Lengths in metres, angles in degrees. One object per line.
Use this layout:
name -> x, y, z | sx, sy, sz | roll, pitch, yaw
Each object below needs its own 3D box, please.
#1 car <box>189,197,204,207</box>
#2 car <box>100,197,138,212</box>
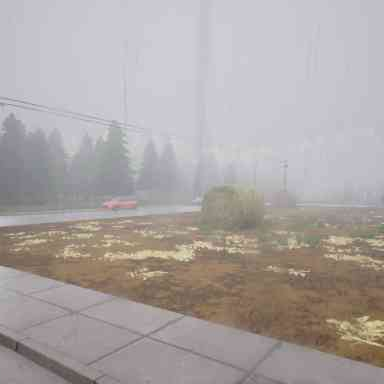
car -> 1.421, 1.552, 52.175 | 1.812, 1.442, 4.674 | 0, 0, 37
car -> -8.468, 1.378, 38.942 | 2.097, 1.767, 4.553 | 0, 0, 37
